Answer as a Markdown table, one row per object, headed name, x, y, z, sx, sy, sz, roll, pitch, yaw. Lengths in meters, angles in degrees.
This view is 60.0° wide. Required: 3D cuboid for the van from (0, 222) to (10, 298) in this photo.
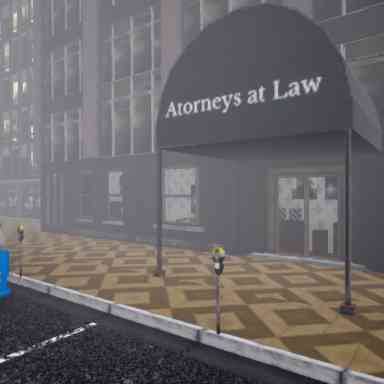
| name | x | y | z | sx | sy | sz | roll | pitch | yaw |
| --- | --- | --- | --- | --- | --- | --- | --- | --- | --- |
| van | -5.327 | 1.341 | 6.698 | 3.998 | 1.788 | 1.690 | 0 | 0 | 36 |
